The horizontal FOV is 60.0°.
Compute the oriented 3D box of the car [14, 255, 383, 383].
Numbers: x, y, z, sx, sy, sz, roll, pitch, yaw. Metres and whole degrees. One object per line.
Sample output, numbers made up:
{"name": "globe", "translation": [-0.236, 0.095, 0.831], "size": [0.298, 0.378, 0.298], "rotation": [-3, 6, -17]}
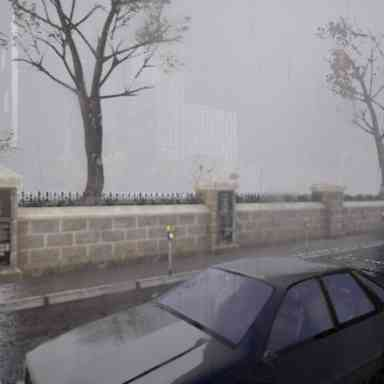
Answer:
{"name": "car", "translation": [0.925, 1.568, 4.024], "size": [5.357, 1.411, 2.033], "rotation": [0, 0, -35]}
